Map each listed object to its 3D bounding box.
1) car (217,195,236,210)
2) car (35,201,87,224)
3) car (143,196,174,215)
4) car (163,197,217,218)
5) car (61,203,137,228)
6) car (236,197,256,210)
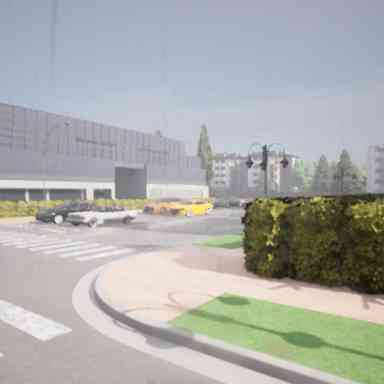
[{"bbox_3d":[4.444,1.307,43.078,2.097,1.767,4.553,0,0,35],"label":"car"},{"bbox_3d":[-8.883,1.458,24.304,1.837,1.490,4.892,0,0,37],"label":"car"},{"bbox_3d":[-2.723,1.305,32.907,2.097,1.767,4.553,0,0,35],"label":"car"},{"bbox_3d":[-0.076,1.441,30.589,1.882,1.535,5.008,0,0,35],"label":"car"},{"bbox_3d":[-5.942,1.565,22.253,1.895,1.301,4.718,0,0,34],"label":"car"},{"bbox_3d":[7.932,1.454,41.955,2.128,1.511,4.902,0,0,35],"label":"car"}]
